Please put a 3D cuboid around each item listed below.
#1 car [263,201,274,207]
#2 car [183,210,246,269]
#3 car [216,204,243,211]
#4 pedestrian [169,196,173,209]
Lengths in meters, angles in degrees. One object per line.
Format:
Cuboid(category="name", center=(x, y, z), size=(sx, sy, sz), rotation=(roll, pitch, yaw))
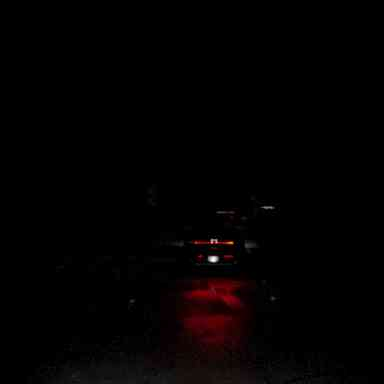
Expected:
Cuboid(category="car", center=(17.362, 2.723, 75.615), size=(1.994, 1.385, 4.181), rotation=(-1, -2, 23))
Cuboid(category="car", center=(0.794, 1.593, 11.484), size=(1.837, 1.490, 4.892), rotation=(0, 0, 5))
Cuboid(category="car", center=(2.911, 1.695, 26.313), size=(2.128, 1.511, 4.902), rotation=(0, -1, 11))
Cuboid(category="pedestrian", center=(-3.011, 1.469, 47.446), size=(0.375, 1.860, 0.375), rotation=(0, -4, 14))
